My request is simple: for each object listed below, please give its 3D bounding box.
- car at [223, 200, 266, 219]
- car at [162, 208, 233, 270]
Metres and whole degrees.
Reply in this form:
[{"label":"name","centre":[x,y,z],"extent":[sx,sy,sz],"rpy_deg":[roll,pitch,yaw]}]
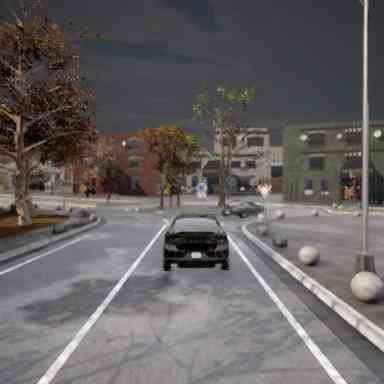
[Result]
[{"label":"car","centre":[4.275,1.371,27.188],"extent":[1.812,1.442,4.674],"rpy_deg":[0,1,42]},{"label":"car","centre":[0.109,1.460,11.014],"extent":[1.882,1.535,5.008],"rpy_deg":[0,0,0]}]
